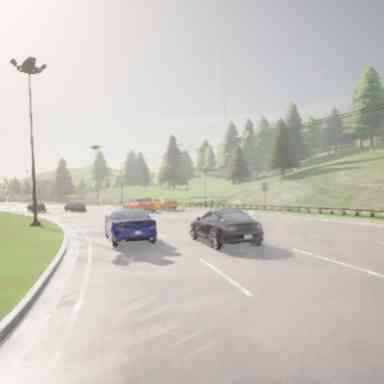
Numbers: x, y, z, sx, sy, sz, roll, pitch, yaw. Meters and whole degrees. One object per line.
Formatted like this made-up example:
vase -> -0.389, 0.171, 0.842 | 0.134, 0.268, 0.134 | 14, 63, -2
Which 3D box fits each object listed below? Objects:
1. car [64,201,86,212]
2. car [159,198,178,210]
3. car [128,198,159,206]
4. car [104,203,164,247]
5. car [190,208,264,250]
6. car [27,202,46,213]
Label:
car -> -16.084, 1.990, 45.565 | 1.994, 1.385, 4.181 | -2, 0, -36
car -> -3.618, 1.428, 40.148 | 1.882, 1.535, 5.008 | -2, 0, -34
car -> -5.934, 1.410, 37.188 | 2.097, 1.767, 4.553 | -3, 0, -33
car -> -3.010, 1.521, 15.764 | 1.882, 1.535, 5.008 | -2, 0, -20
car -> 1.288, 1.406, 13.722 | 1.812, 1.442, 4.674 | -2, 0, -17
car -> -22.820, 2.187, 48.786 | 1.837, 1.490, 4.892 | -2, 0, -37
